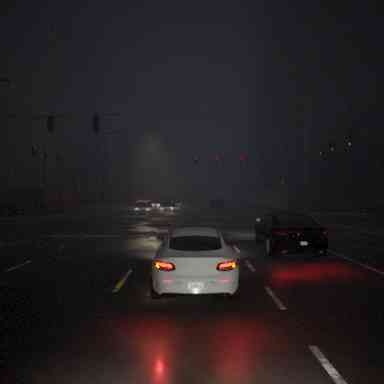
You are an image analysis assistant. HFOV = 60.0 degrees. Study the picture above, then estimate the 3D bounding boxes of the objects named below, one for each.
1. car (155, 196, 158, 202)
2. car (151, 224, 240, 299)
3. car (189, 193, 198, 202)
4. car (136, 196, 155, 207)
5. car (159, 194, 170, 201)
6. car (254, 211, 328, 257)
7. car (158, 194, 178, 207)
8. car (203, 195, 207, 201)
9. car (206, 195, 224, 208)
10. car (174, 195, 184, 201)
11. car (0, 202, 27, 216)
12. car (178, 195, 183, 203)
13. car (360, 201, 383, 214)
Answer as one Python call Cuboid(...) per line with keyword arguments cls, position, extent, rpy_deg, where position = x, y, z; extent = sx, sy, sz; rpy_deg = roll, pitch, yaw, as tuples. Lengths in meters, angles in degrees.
Cuboid(cls="car", position=(-6.933, 1.481, 65.388), extent=(2.128, 1.511, 4.902), rpy_deg=(0, 0, 1))
Cuboid(cls="car", position=(0.062, 1.524, 8.295), extent=(1.812, 1.442, 4.674), rpy_deg=(0, 0, 0))
Cuboid(cls="car", position=(0.329, 1.579, 79.257), extent=(1.895, 1.301, 4.718), rpy_deg=(0, 0, 1))
Cuboid(cls="car", position=(-7.222, 1.470, 50.082), extent=(1.882, 1.535, 5.008), rpy_deg=(0, 0, 1))
Cuboid(cls="car", position=(-6.654, 1.284, 80.354), extent=(2.097, 1.767, 4.553), rpy_deg=(0, 0, 1))
Cuboid(cls="car", position=(3.647, 1.476, 13.005), extent=(1.882, 1.535, 5.008), rpy_deg=(0, 0, 2))
Cuboid(cls="car", position=(-3.704, 1.470, 51.212), extent=(1.882, 1.535, 5.008), rpy_deg=(0, 1, 1))
Cuboid(cls="car", position=(3.873, 1.465, 81.976), extent=(1.882, 1.535, 5.008), rpy_deg=(0, 0, 1))
Cuboid(cls="car", position=(3.429, 1.470, 46.628), extent=(1.882, 1.535, 5.008), rpy_deg=(0, 0, 0))
Cuboid(cls="car", position=(-3.136, 1.451, 81.453), extent=(2.033, 1.411, 5.357), rpy_deg=(0, 0, 1))
Cuboid(cls="car", position=(-18.360, 1.596, 31.404), extent=(4.718, 1.301, 1.895), rpy_deg=(0, 0, 1))
Cuboid(cls="car", position=(-3.396, 1.494, 66.856), extent=(1.837, 1.490, 4.892), rpy_deg=(0, 0, 1))
Cuboid(cls="car", position=(20.272, 1.595, 34.650), extent=(4.718, 1.301, 1.895), rpy_deg=(0, 0, 0))
